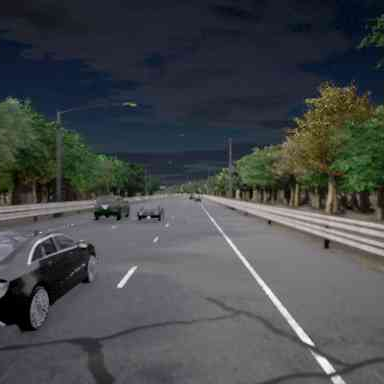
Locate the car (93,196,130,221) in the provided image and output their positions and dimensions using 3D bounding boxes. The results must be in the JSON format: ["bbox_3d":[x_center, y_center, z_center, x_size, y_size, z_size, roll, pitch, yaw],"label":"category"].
[{"bbox_3d":[-6.898,1.352,29.041,2.150,2.045,5.566,0,0,0],"label":"car"}]

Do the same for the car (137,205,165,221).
[{"bbox_3d":[-3.397,1.728,28.374,1.895,1.301,4.718,0,0,0],"label":"car"}]

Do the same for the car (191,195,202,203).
[{"bbox_3d":[1.229,1.793,78.001,1.837,1.490,4.892,0,0,0],"label":"car"}]

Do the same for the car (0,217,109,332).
[{"bbox_3d":[-3.400,1.525,6.856,2.128,1.511,4.902,0,0,0],"label":"car"}]
